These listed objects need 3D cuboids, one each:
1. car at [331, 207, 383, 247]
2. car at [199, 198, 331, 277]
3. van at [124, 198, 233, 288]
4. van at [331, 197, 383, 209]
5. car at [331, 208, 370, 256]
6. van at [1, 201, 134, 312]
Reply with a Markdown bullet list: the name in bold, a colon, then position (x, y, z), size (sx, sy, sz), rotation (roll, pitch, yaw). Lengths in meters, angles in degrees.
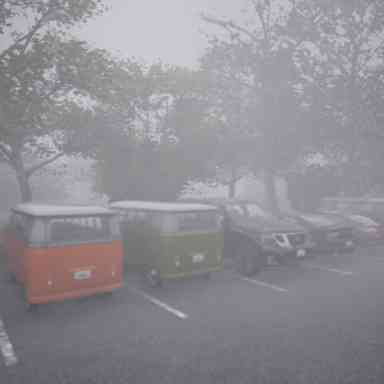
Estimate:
- **car**: position (5.834, 1.529, 14.210), size (2.002, 1.452, 4.674), rotation (0, 0, -35)
- **car**: position (1.235, 1.234, 10.902), size (2.435, 2.045, 5.566), rotation (0, 0, -35)
- **van**: position (-1.106, 1.258, 9.412), size (1.878, 1.987, 4.442), rotation (0, 0, -35)
- **van**: position (7.919, 1.264, 15.842), size (1.878, 1.987, 4.442), rotation (0, 0, -35)
- **car**: position (3.579, 1.487, 12.600), size (2.097, 1.535, 5.008), rotation (0, 0, -35)
- **van**: position (-3.260, 1.257, 7.877), size (1.878, 1.987, 4.442), rotation (0, 0, -35)
